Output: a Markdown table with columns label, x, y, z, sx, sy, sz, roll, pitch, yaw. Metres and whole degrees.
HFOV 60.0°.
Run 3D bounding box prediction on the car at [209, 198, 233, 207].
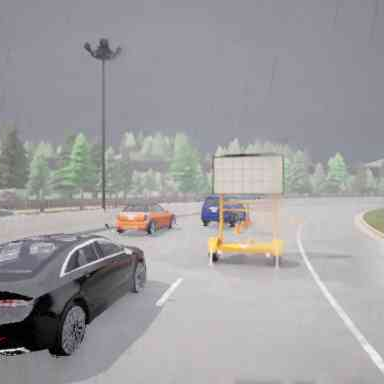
| label | x | y | z | sx | sy | sz | roll | pitch | yaw |
| --- | --- | --- | --- | --- | --- | --- | --- | --- | --- |
| car | 5.006 | 1.748 | 56.546 | 1.994 | 1.385 | 4.181 | 0 | 0 | 39 |

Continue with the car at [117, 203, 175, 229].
| label | x | y | z | sx | sy | sz | roll | pitch | yaw |
| --- | --- | --- | --- | --- | --- | --- | --- | --- | --- |
| car | -2.597 | 1.423 | 19.701 | 2.097 | 1.767 | 4.553 | 0 | 0 | 17 |

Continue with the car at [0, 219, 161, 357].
| label | x | y | z | sx | sy | sz | roll | pitch | yaw |
| --- | --- | --- | --- | --- | --- | --- | --- | --- | --- |
| car | -2.304 | 1.516 | 6.147 | 2.128 | 1.511 | 4.902 | 0 | 0 | 9 |

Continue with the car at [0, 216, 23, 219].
| label | x | y | z | sx | sy | sz | roll | pitch | yaw |
| --- | --- | --- | --- | --- | --- | --- | --- | --- | --- |
| car | -10.772 | 1.602 | 17.346 | 1.812 | 1.442 | 4.674 | 0 | 0 | 15 |

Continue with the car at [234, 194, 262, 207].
| label | x | y | z | sx | sy | sz | roll | pitch | yaw |
| --- | --- | --- | --- | --- | --- | --- | --- | --- | --- |
| car | 9.654 | 1.401 | 56.788 | 2.150 | 2.045 | 5.566 | 0 | -1 | 40 |

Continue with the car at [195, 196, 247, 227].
| label | x | y | z | sx | sy | sz | roll | pitch | yaw |
| --- | --- | --- | --- | --- | --- | --- | --- | --- | --- |
| car | 2.364 | 1.298 | 23.541 | 2.150 | 2.045 | 5.566 | 0 | 0 | 21 |

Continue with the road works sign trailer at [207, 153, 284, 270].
| label | x | y | z | sx | sy | sz | roll | pitch | yaw |
| --- | --- | --- | --- | --- | --- | --- | --- | --- | --- |
| road works sign trailer | 1.931 | 0.500 | 11.375 | 2.380 | 3.560 | 2.880 | 0 | 0 | 17 |
